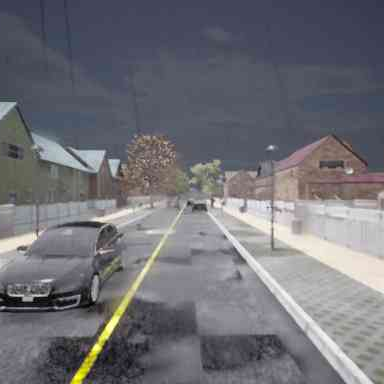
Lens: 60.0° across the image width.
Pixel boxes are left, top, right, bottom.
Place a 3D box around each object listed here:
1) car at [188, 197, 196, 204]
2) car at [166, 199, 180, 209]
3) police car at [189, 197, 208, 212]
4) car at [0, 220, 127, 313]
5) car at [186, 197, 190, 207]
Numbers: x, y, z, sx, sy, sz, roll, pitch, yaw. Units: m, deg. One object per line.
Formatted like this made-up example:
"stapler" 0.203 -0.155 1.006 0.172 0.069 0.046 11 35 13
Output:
"car" -0.041 1.850 75.237 1.812 1.442 4.674 0 0 0
"car" -2.845 1.797 50.288 2.128 1.511 4.902 0 0 1
"police car" 0.939 1.678 42.124 1.930 1.638 5.238 0 0 0
"car" -2.854 1.547 8.197 1.837 1.490 4.892 0 2 0
"car" -0.033 1.845 59.850 1.882 1.535 5.008 0 0 0
